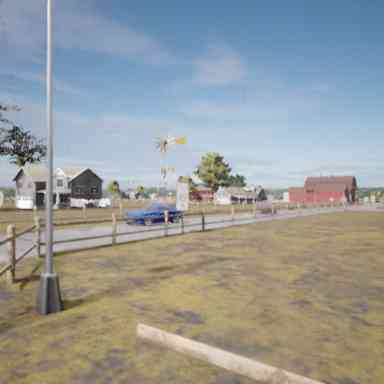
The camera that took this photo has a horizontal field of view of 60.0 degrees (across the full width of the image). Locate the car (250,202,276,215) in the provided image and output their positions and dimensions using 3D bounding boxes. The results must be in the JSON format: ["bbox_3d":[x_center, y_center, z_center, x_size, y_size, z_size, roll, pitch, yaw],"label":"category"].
[{"bbox_3d":[8.892,2.035,41.322,1.812,1.442,4.674,1,-1,36],"label":"car"}]

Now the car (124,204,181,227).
[{"bbox_3d":[-2.878,1.688,25.045,1.882,1.535,5.008,1,0,36],"label":"car"}]
